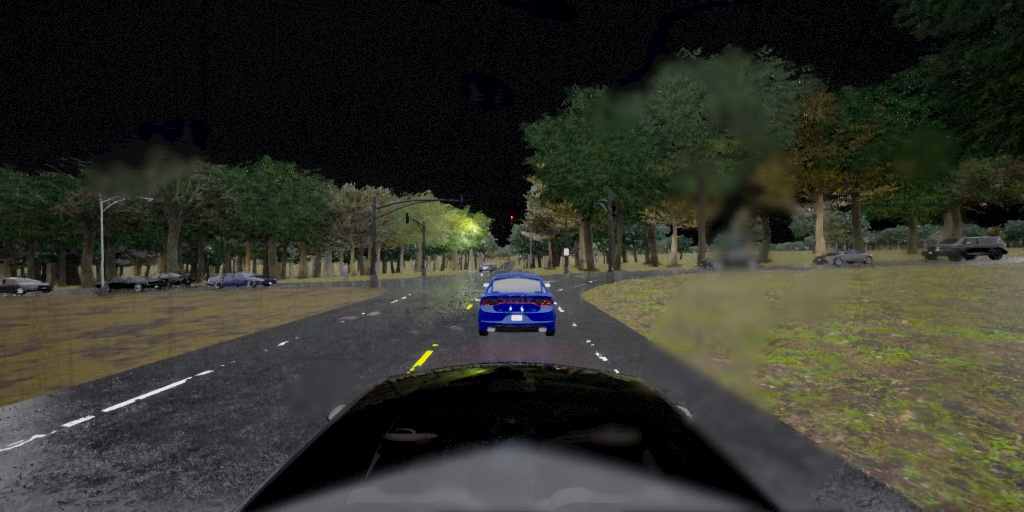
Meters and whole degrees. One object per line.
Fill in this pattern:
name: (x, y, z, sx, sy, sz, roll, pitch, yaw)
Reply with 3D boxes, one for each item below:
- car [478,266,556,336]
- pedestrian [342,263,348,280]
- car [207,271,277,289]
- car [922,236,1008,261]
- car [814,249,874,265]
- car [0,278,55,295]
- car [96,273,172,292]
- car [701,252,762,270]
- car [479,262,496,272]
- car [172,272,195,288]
car: (0.140, 1.233, 10.486, 1.882, 1.535, 5.008, 0, 0, 1)
pedestrian: (-17.865, 1.680, 38.444, 0.375, 1.860, 0.375, 0, 1, 3)
car: (-23.429, 2.047, 31.117, 5.357, 1.411, 2.033, -2, -1, 6)
car: (40.324, -0.638, 32.007, 5.566, 2.045, 2.150, -2, -1, 2)
car: (29.956, 0.100, 32.459, 4.181, 1.385, 1.994, -2, -1, 2)
car: (-44.019, 2.687, 32.058, 4.892, 1.490, 1.837, -2, -1, 3)
car: (-33.351, 2.437, 31.549, 4.718, 1.301, 1.895, -2, -1, 3)
car: (20.043, 0.404, 32.884, 5.008, 1.535, 1.882, -2, -1, 2)
car: (-3.873, 1.677, 53.603, 2.128, 1.511, 4.902, 0, -1, -1)
car: (-34.148, 2.380, 35.287, 5.008, 1.535, 1.882, -2, -1, 3)
